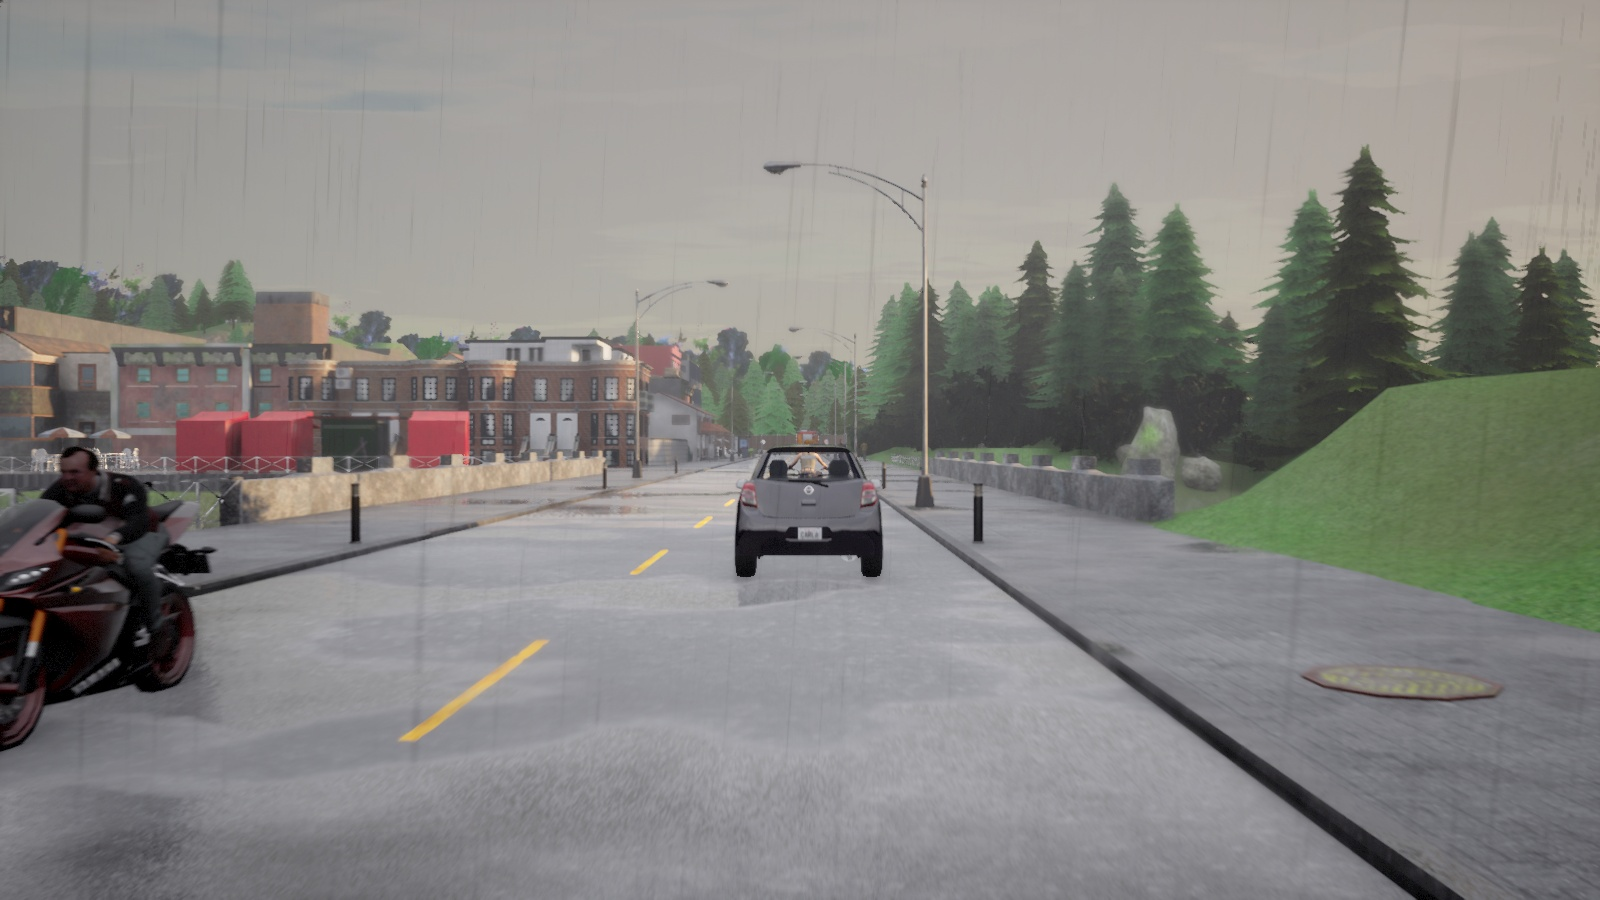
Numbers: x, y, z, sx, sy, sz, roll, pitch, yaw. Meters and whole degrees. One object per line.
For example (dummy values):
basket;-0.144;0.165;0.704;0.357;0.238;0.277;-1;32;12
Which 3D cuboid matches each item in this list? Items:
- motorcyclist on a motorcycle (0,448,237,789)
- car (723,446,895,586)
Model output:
motorcyclist on a motorcycle;-3.946;0.754;6.733;0.866;1.530;2.191;0;0;0
car;0.103;0.704;15.304;1.845;1.501;3.633;0;0;0
